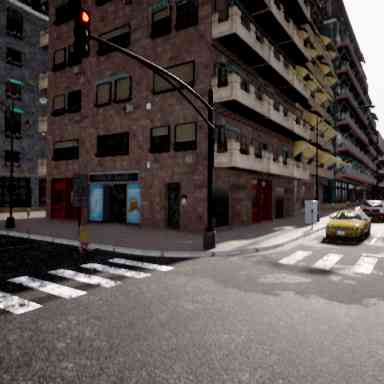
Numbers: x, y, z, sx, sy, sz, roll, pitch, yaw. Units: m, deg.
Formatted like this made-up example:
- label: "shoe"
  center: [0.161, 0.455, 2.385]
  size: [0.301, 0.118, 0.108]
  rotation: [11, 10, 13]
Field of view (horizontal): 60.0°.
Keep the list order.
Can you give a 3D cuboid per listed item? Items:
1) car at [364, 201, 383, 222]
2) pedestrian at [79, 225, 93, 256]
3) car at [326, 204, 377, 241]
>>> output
- label: "car"
  center: [14.405, 1.430, 26.411]
  size: [1.967, 1.590, 4.097]
  rotation: [1, 1, 34]
- label: "pedestrian"
  center: [-3.771, 1.685, 11.696]
  size: [0.500, 1.100, 0.500]
  rotation: [0, -1, 35]
- label: "car"
  center: [8.021, 1.518, 16.899]
  size: [1.752, 1.417, 4.829]
  rotation: [1, 1, 34]
